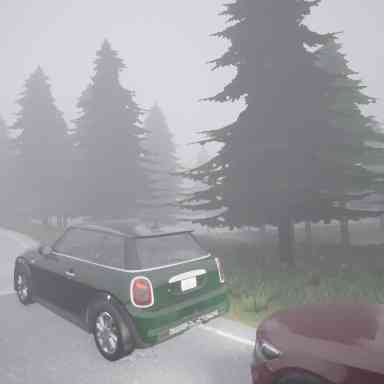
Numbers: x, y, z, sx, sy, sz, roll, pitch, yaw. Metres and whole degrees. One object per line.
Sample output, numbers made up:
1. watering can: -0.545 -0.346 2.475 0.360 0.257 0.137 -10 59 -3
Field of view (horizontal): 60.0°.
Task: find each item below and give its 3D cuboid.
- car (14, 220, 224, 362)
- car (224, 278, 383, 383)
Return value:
1. car: -1.575 1.308 6.213 4.553 1.767 2.097 1 1 44
2. car: 2.754 1.531 2.592 4.674 1.442 1.812 1 0 36
